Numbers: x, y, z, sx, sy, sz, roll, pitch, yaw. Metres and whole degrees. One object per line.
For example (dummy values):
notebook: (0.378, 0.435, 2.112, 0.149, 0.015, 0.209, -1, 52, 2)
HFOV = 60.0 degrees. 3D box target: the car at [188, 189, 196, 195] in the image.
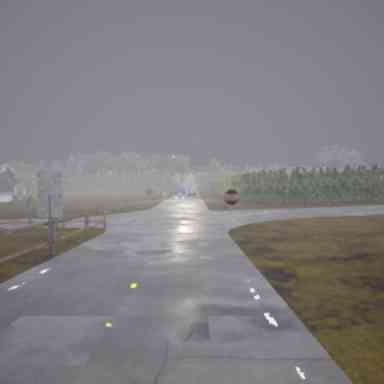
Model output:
car: (-0.022, -0.133, 83.559, 1.895, 1.301, 4.718, 0, 3, 0)

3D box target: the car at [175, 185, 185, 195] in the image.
car: (-2.771, -0.480, 77.653, 2.150, 2.045, 5.566, 0, 2, 0)

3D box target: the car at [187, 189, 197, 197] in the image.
car: (-0.019, 0.344, 73.540, 1.812, 1.442, 4.674, 0, 2, 0)
